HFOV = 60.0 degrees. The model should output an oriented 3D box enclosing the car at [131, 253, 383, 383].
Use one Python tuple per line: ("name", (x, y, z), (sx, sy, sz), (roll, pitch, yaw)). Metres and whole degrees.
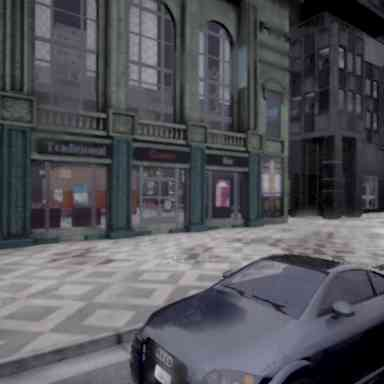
("car", (1.360, 1.567, 4.292), (4.181, 1.385, 1.994), (0, 0, -35))
